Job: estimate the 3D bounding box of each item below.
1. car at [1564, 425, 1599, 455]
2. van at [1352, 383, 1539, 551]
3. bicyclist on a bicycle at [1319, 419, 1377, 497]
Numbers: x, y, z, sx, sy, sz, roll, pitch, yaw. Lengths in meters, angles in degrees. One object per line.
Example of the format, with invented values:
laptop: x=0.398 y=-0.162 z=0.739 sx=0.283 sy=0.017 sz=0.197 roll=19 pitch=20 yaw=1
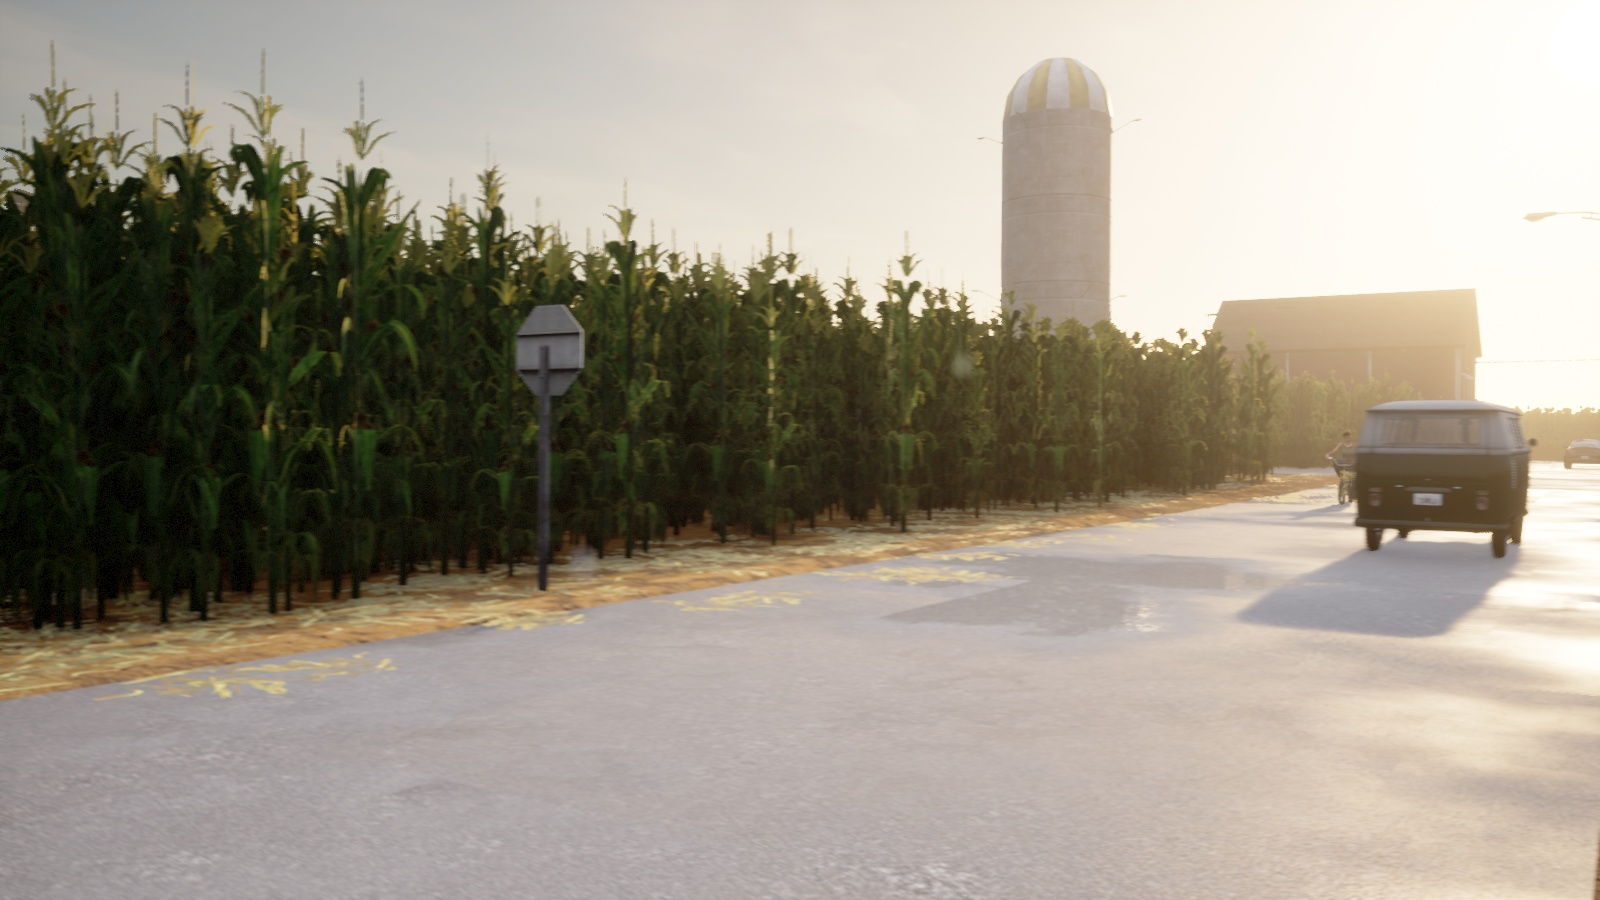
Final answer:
car: x=39.155 y=-0.507 z=62.427 sx=1.812 sy=1.442 sz=4.674 roll=0 pitch=0 yaw=34
van: x=8.942 y=0.164 z=17.191 sx=1.775 sy=1.987 sz=4.442 roll=0 pitch=1 yaw=34
bicyclist on a bicycle: x=11.831 y=0.154 z=27.088 sx=0.866 sy=1.612 sz=1.509 roll=0 pitch=1 yaw=34
